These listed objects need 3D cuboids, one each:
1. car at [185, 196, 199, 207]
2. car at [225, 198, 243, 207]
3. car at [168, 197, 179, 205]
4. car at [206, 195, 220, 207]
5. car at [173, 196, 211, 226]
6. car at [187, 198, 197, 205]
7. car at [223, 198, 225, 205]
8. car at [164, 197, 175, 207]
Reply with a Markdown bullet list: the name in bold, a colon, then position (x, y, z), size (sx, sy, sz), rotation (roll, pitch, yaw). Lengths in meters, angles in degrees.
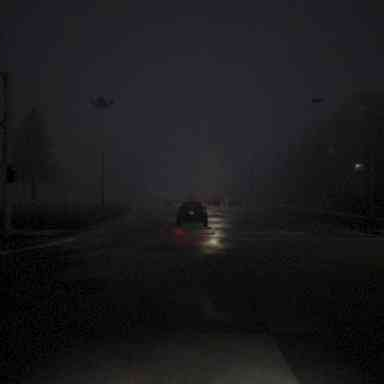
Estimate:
- **car**: position (-0.008, 1.473, 53.997), size (2.097, 1.767, 4.553), rotation (0, 0, 0)
- **car**: position (6.992, 1.721, 54.058), size (1.895, 1.301, 4.718), rotation (0, 0, 0)
- **car**: position (-3.510, 1.707, 64.027), size (1.994, 1.385, 4.181), rotation (0, 0, 0)
- **car**: position (3.492, 1.624, 53.611), size (1.837, 1.490, 4.892), rotation (0, 0, 0)
- **car**: position (-0.003, 1.406, 23.786), size (2.097, 1.767, 4.553), rotation (0, 0, 0)
- **car**: position (-0.010, 1.744, 64.057), size (1.895, 1.301, 4.718), rotation (0, 0, 0)
- **car**: position (6.990, 1.743, 64.058), size (1.895, 1.301, 4.718), rotation (0, 0, 0)
- **car**: position (-3.508, 1.722, 54.056), size (1.895, 1.301, 4.718), rotation (0, 0, 0)
